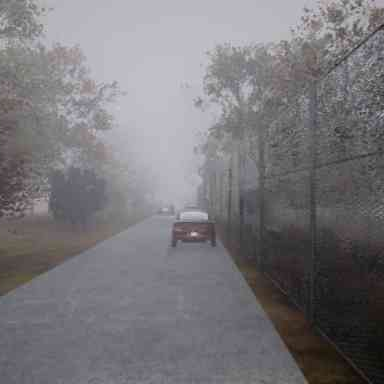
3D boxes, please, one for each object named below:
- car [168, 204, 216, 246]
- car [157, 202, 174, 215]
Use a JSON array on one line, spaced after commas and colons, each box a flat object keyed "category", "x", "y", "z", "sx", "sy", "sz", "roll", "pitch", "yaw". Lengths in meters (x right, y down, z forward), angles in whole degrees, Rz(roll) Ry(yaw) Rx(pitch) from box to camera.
[{"category": "car", "x": 0.077, "y": 1.551, "z": 15.757, "sx": 1.882, "sy": 1.535, "sz": 5.008, "roll": 0, "pitch": 0, "yaw": 0}, {"category": "car", "x": -2.962, "y": 1.900, "z": 38.891, "sx": 2.128, "sy": 1.511, "sz": 4.902, "roll": 0, "pitch": -1, "yaw": 0}]
